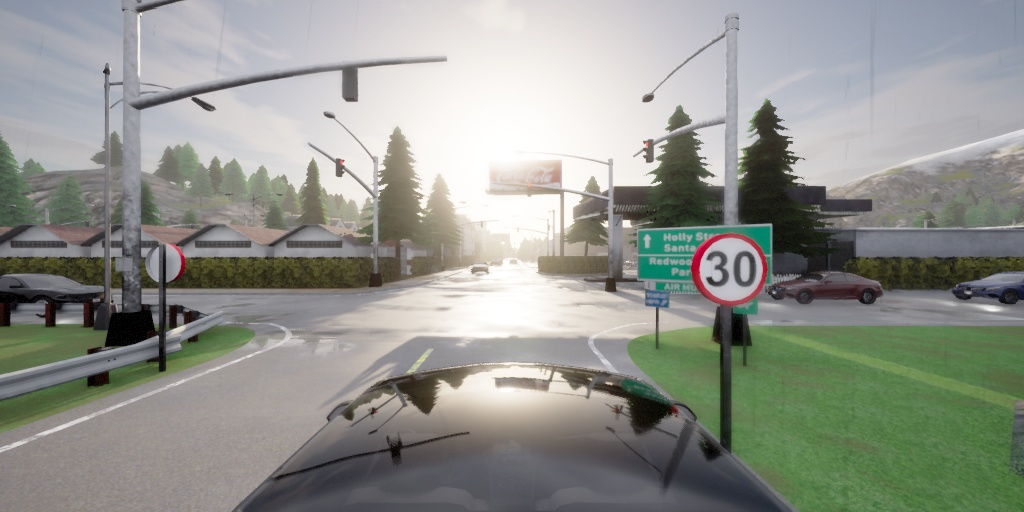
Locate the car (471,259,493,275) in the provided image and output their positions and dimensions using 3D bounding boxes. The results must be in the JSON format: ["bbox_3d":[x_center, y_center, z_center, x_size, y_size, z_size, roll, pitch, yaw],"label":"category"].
[{"bbox_3d":[-3.467,1.274,40.092,1.812,1.442,4.674,0,0,0],"label":"car"}]

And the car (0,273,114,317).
[{"bbox_3d":[-18.332,1.419,13.722,5.008,1.535,1.882,0,0,1],"label":"car"}]

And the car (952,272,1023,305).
[{"bbox_3d":[23.931,1.467,16.947,4.674,1.442,1.812,0,0,1],"label":"car"}]

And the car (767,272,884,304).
[{"bbox_3d":[14.797,1.467,17.039,4.674,1.442,1.812,0,0,0],"label":"car"}]
